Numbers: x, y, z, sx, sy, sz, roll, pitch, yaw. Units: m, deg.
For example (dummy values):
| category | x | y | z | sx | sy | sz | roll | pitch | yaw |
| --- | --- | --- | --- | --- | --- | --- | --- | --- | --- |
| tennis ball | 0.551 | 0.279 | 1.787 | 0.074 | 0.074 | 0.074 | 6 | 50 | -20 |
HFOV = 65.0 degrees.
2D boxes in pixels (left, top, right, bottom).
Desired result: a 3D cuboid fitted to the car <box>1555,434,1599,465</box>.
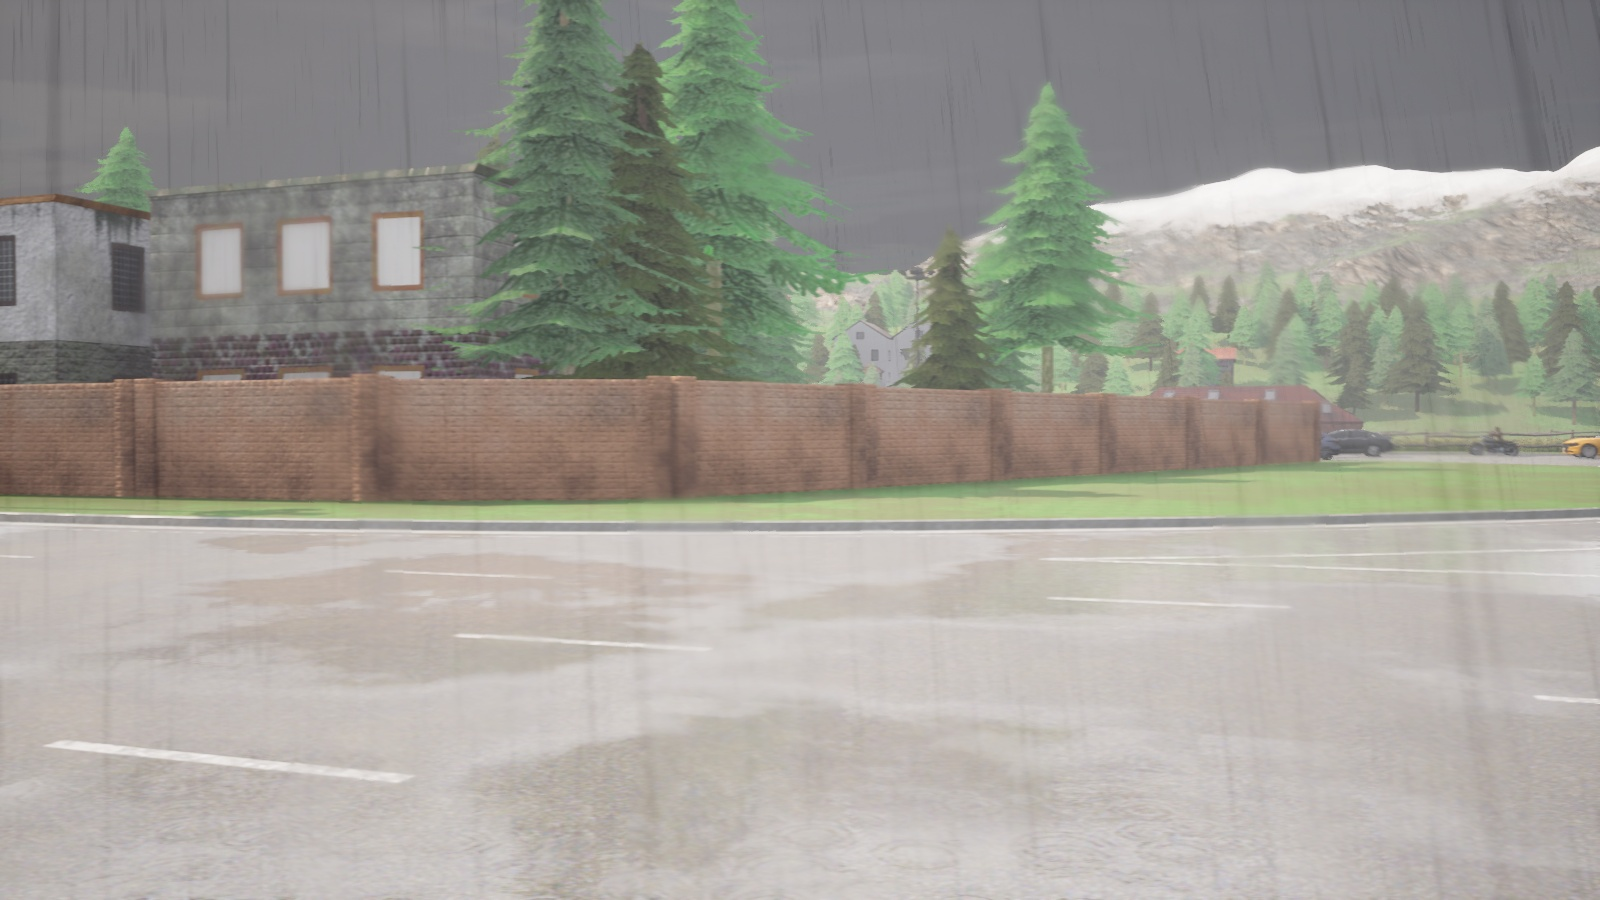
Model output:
| category | x | y | z | sx | sy | sz | roll | pitch | yaw |
| --- | --- | --- | --- | --- | --- | --- | --- | --- | --- |
| car | 40.927 | -0.021 | 62.877 | 5.008 | 1.535 | 1.882 | 1 | 1 | 19 |

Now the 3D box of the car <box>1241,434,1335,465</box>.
| category | x | y | z | sx | sy | sz | roll | pitch | yaw |
| --- | --- | --- | --- | --- | --- | --- | --- | --- | --- |
| car | 23.785 | -0.048 | 61.304 | 4.193 | 1.474 | 1.816 | 1 | 1 | 19 |

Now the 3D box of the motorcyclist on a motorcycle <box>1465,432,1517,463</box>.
| category | x | y | z | sx | sy | sz | roll | pitch | yaw |
| --- | --- | --- | --- | --- | --- | --- | --- | --- | --- |
| motorcyclist on a motorcycle | 37.295 | -0.148 | 67.805 | 2.350 | 1.649 | 0.766 | 0 | 1 | 19 |

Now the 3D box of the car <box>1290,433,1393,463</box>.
| category | x | y | z | sx | sy | sz | roll | pitch | yaw |
| --- | --- | --- | --- | --- | --- | --- | --- | --- | --- |
| car | 28.833 | -0.124 | 66.981 | 4.892 | 1.490 | 1.837 | 1 | 1 | 19 |
